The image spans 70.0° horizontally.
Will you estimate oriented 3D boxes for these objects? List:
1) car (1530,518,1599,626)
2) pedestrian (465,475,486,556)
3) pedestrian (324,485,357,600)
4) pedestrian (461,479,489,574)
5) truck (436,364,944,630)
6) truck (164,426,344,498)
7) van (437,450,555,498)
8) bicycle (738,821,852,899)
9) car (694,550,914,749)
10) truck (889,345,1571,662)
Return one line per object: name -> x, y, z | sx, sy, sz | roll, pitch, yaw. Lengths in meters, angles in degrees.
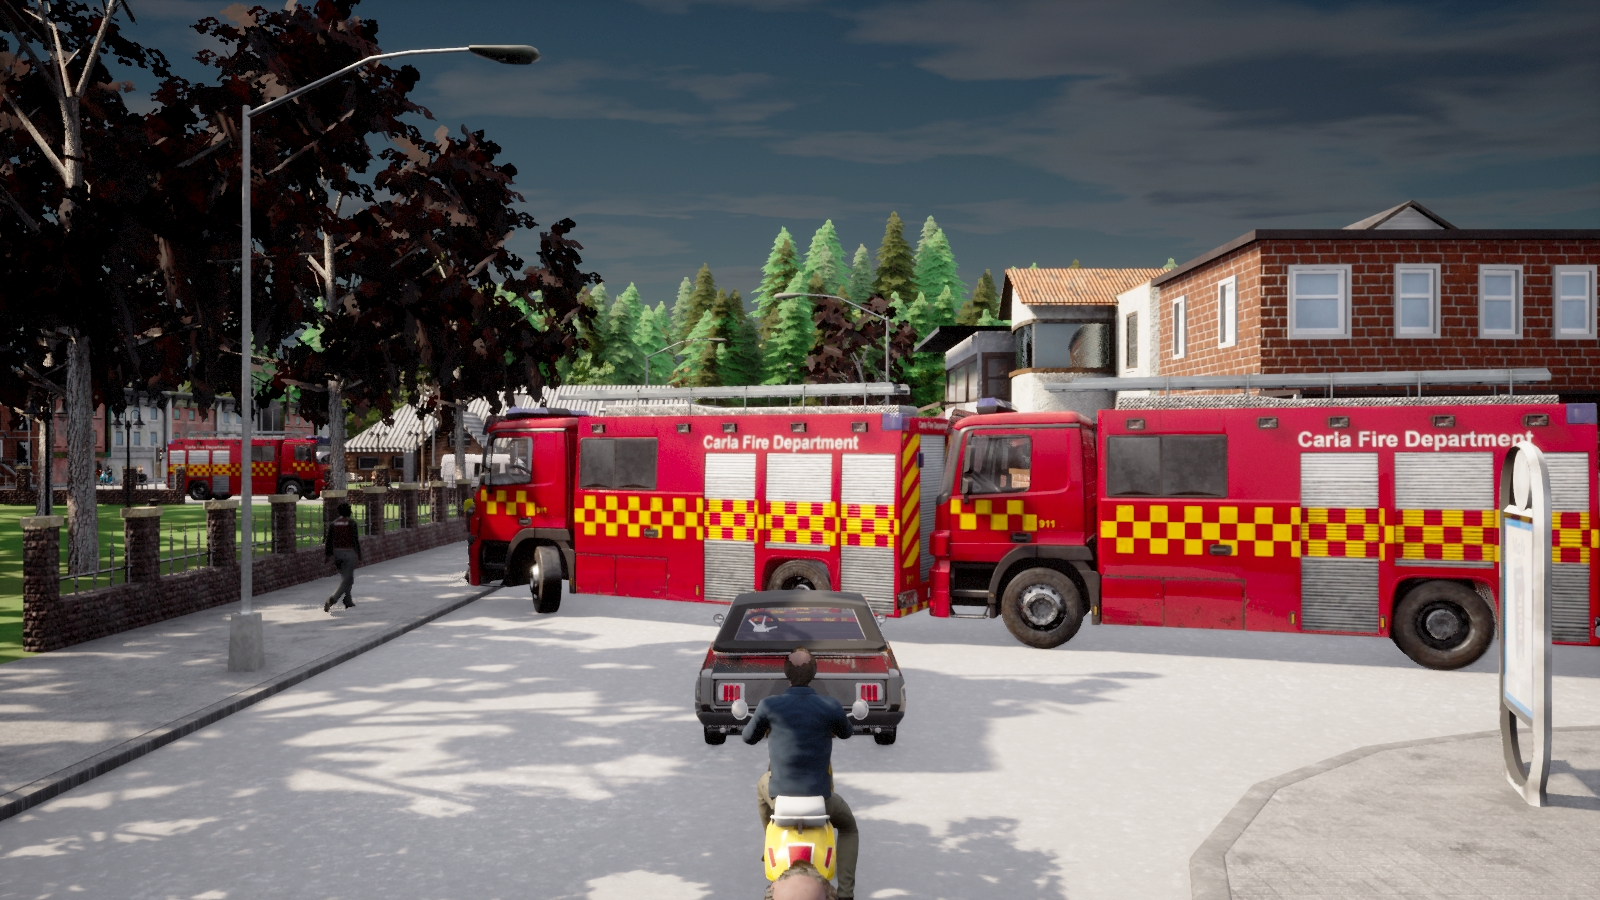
car -> 14.136, 1.835, 17.290 | 4.792, 1.488, 2.163 | 0, 0, 0
pedestrian -> -7.596, 1.514, 26.723 | 0.375, 1.860, 0.375 | 0, 0, -32
pedestrian -> -7.603, 1.517, 18.901 | 0.375, 1.860, 0.375 | 0, 0, 8
pedestrian -> -6.474, 1.513, 22.772 | 0.375, 1.860, 0.375 | 0, 0, 36
truck -> -2.039, 0.664, 19.659 | 8.468, 3.827, 2.891 | 0, 0, 27
truck -> -29.853, 0.645, 62.699 | 8.468, 3.827, 2.891 | 0, 0, 1
van -> -16.613, 1.289, 62.612 | 5.915, 2.561, 1.988 | 0, 0, 0
bicycle -> -0.015, 1.938, 3.086 | 0.329, 1.271, 1.835 | 0, 0, 0
car -> 0.033, 1.930, 12.217 | 1.895, 1.301, 4.718 | 0, 0, 0
truck -> 5.765, 0.661, 16.534 | 8.468, 3.827, 2.891 | 0, 0, 19
